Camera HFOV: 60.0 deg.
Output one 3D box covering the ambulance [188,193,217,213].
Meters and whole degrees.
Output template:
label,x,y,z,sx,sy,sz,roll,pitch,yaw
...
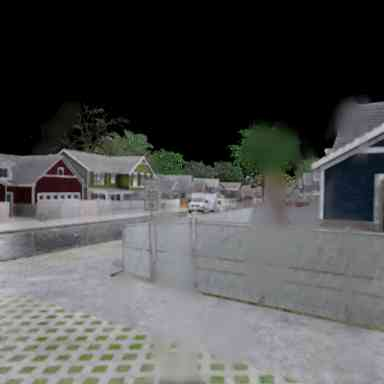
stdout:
label,x,y,z,sx,sy,sz,roll,pitch,yaw
ambulance,1.369,1.412,42.051,2.351,2.431,6.366,1,0,19
